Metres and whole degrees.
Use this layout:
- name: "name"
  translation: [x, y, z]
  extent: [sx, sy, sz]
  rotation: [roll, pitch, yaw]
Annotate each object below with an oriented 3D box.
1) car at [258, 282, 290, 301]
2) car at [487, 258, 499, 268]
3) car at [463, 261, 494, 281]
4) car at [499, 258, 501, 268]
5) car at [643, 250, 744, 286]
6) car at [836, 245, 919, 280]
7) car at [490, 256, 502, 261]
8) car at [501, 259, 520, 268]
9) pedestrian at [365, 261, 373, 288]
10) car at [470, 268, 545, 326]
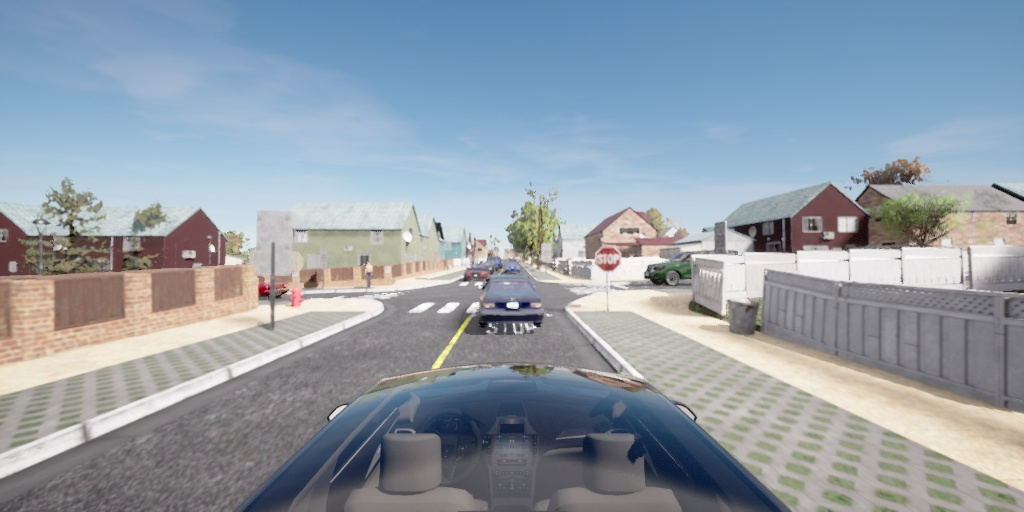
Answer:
- name: "car"
  translation: [-14.119, 1.680, 18.302]
  extent: [4.718, 1.301, 1.895]
  rotation: [-2, -1, 0]
- name: "car"
  translation: [-2.846, 1.264, 38.823]
  extent: [2.128, 1.511, 4.902]
  rotation: [0, 0, 0]
- name: "car"
  translation: [-2.851, 1.332, 29.856]
  extent: [1.994, 1.385, 4.181]
  rotation: [0, 0, 0]
- name: "car"
  translation: [-2.843, 1.302, 48.690]
  extent: [1.812, 1.442, 4.674]
  rotation: [0, 0, 0]
- name: "car"
  translation: [10.804, 0.685, 21.418]
  extent: [5.566, 2.045, 2.150]
  rotation: [-2, -1, -1]
- name: "car"
  translation: [21.373, 0.404, 21.494]
  extent: [5.566, 2.045, 2.150]
  rotation: [-1, -1, 0]
- name: "car"
  translation: [-2.819, 1.000, 59.396]
  extent: [2.150, 2.045, 5.566]
  rotation: [0, 0, 0]
- name: "car"
  translation: [0.078, 1.322, 42.977]
  extent: [2.033, 1.411, 5.357]
  rotation: [0, 0, 0]
- name: "pedestrian"
  translation: [-9.692, 1.224, 24.219]
  extent: [0.375, 1.860, 0.375]
  rotation: [0, 0, 0]
- name: "car"
  translation: [-0.128, 1.305, 11.655]
  extent: [2.033, 1.411, 5.357]
  rotation: [0, 0, -3]
